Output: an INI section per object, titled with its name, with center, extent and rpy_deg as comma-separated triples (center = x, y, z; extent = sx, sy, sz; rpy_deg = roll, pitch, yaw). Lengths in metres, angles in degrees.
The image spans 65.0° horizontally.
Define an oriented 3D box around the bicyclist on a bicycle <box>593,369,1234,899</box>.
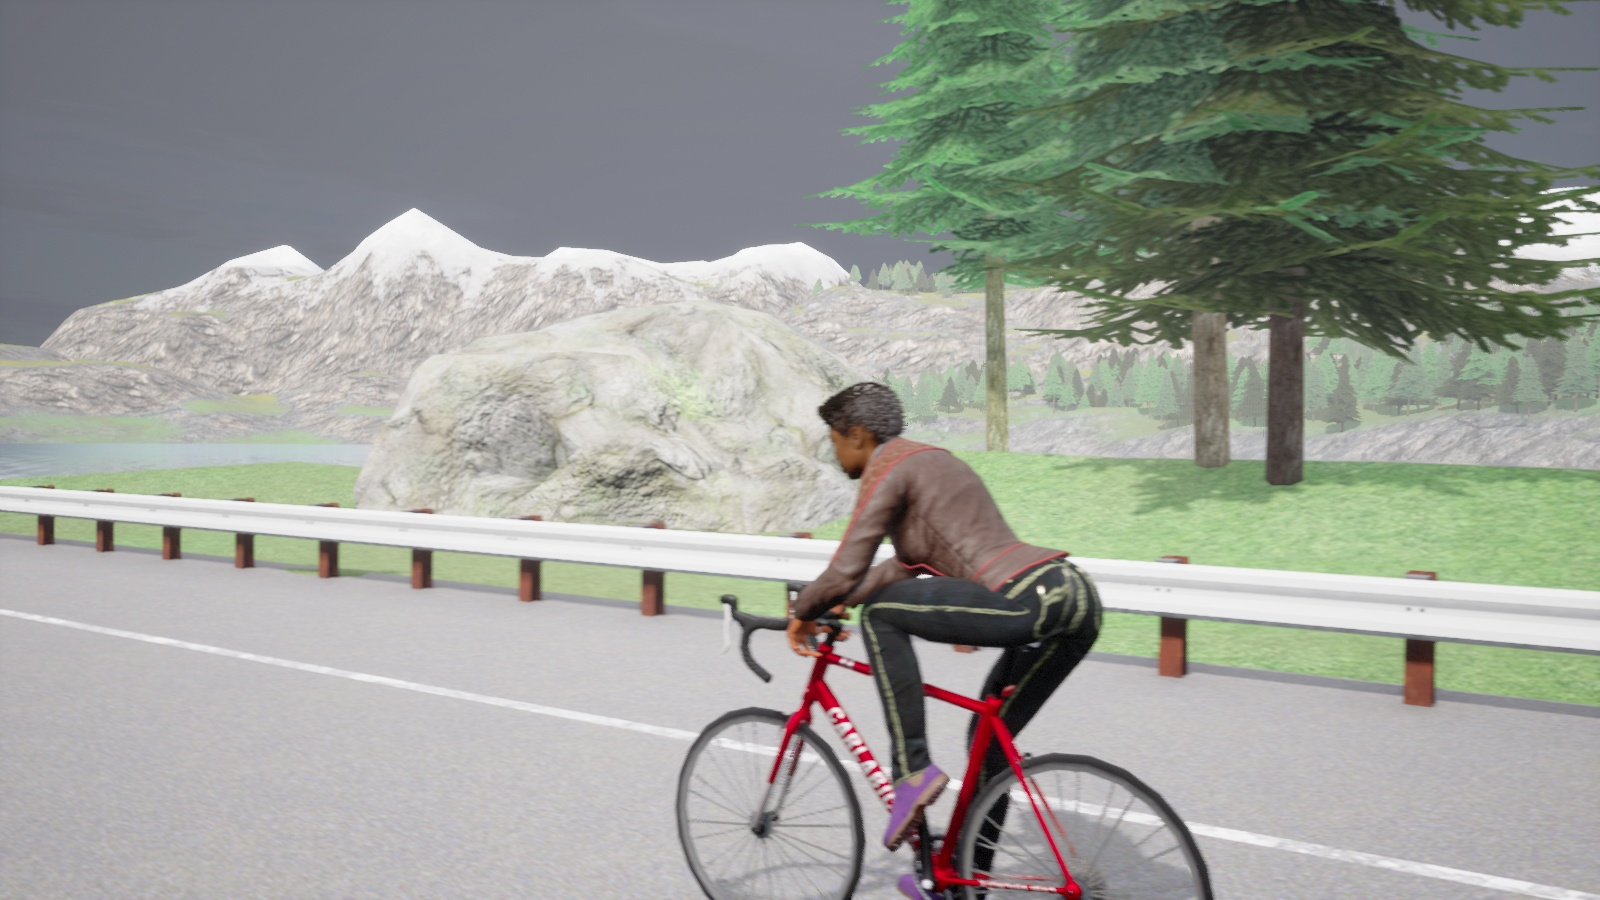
[bicyclist on a bicycle]
center = 0.260, 0.633, 3.450
extent = 1.656, 1.620, 0.582
rpy_deg = 0, 1, 34
